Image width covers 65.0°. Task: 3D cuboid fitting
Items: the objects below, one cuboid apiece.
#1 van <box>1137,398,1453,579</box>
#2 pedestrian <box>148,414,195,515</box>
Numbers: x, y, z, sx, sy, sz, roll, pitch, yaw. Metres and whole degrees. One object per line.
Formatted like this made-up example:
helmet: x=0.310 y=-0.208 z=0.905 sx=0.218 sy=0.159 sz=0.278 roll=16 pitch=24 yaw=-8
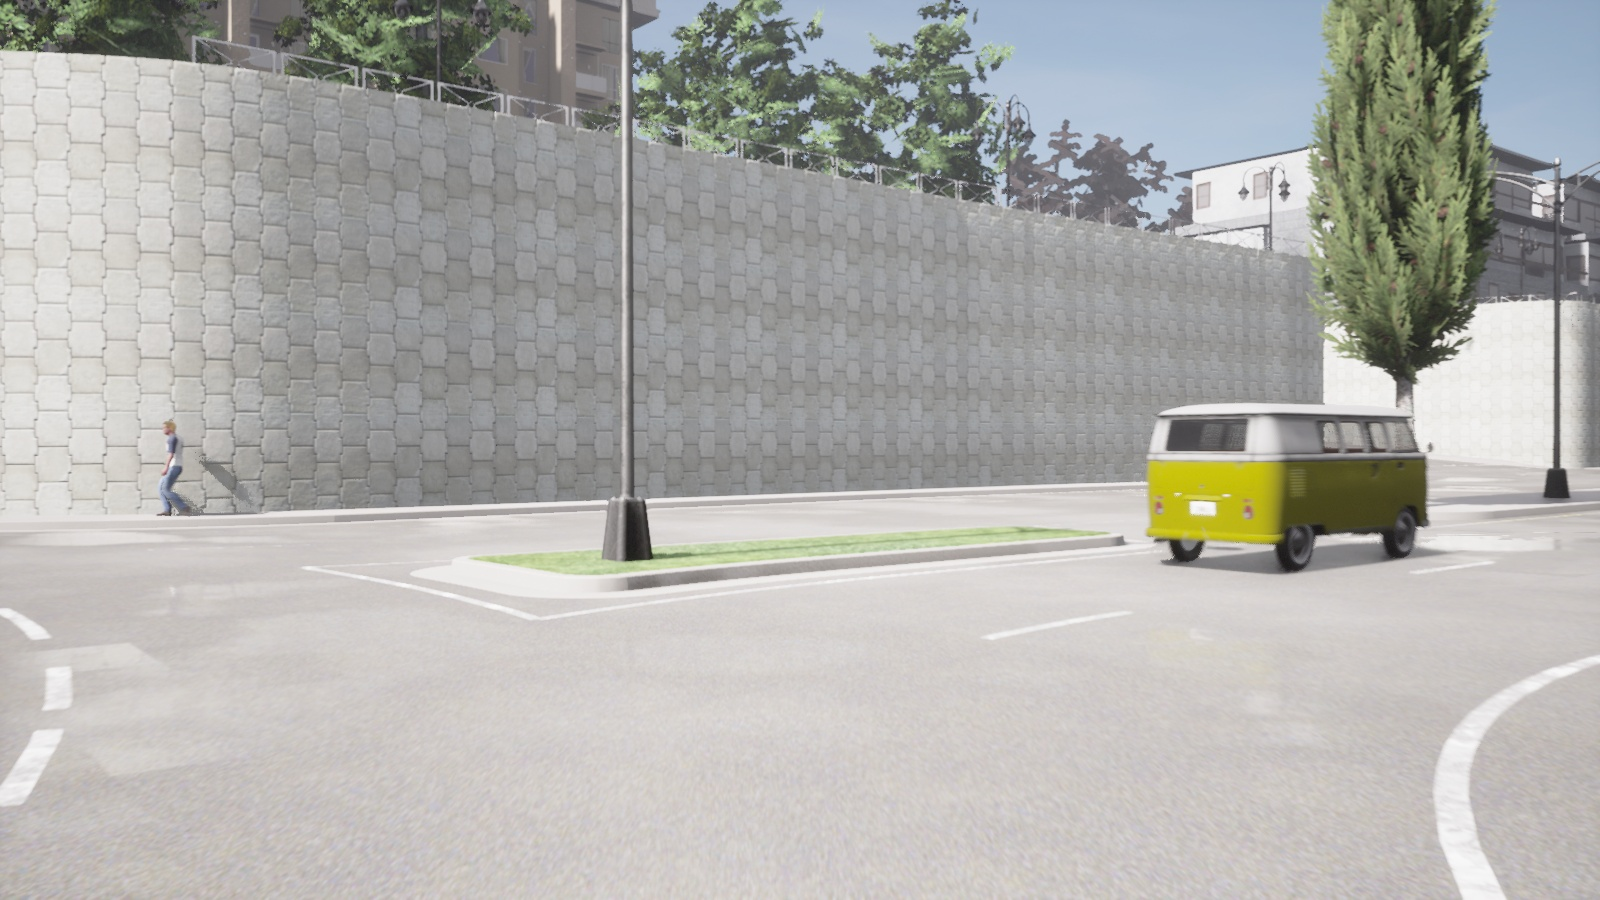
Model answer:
van: x=6.368 y=0.415 z=15.928 sx=4.442 sy=1.987 sz=1.775 roll=0 pitch=0 yaw=-39
pedestrian: x=-11.483 y=0.261 z=22.965 sx=0.706 sy=1.836 sz=0.354 roll=0 pitch=0 yaw=-15
